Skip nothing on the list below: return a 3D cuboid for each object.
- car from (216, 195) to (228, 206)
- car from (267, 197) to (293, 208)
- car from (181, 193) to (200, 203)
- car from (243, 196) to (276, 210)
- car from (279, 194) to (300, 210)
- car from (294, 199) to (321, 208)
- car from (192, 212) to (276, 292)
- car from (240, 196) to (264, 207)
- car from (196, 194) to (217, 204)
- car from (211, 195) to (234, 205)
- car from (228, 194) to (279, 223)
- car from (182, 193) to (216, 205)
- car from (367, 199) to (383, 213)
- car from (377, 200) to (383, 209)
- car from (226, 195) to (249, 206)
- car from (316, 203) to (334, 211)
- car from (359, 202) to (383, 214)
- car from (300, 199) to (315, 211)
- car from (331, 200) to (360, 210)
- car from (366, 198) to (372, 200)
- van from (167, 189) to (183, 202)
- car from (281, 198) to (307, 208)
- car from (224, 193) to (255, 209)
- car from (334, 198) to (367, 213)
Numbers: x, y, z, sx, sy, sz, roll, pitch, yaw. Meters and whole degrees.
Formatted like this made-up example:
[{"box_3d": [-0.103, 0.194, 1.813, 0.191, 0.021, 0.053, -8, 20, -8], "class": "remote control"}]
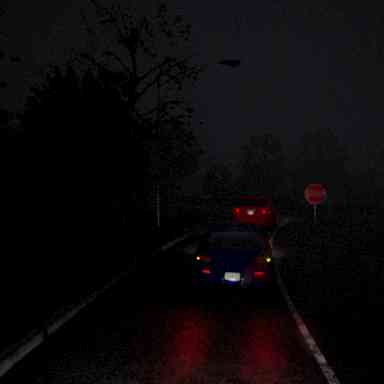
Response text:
[{"box_3d": [3.465, 1.106, 42.622, 2.163, 1.488, 4.792, 4, 0, -16], "class": "car"}, {"box_3d": [15.764, 1.857, 59.706, 2.097, 1.535, 5.008, 3, 0, -16], "class": "car"}, {"box_3d": [-0.302, 0.955, 55.121, 2.002, 1.452, 4.674, 4, 0, -16], "class": "car"}, {"box_3d": [8.816, 1.427, 44.117, 2.097, 1.535, 5.008, 3, 0, -16], "class": "car"}, {"box_3d": [11.503, 1.338, 44.917, 2.435, 2.045, 5.566, 3, 0, -16], "class": "car"}, {"box_3d": [21.247, 2.099, 61.272, 2.231, 1.521, 4.892, 2, 0, -16], "class": "car"}, {"box_3d": [1.132, 1.488, 8.805, 1.812, 1.442, 4.674, 0, 0, 8], "class": "car"}, {"box_3d": [10.481, 1.586, 58.394, 1.946, 1.575, 5.366, 3, 0, -16], "class": "car"}, {"box_3d": [2.370, 1.135, 55.885, 2.002, 1.452, 4.674, 4, 0, -16], "class": "car"}, {"box_3d": [5.158, 1.304, 56.710, 2.163, 1.488, 4.792, 4, 0, -16], "class": "car"}, {"box_3d": [3.953, 1.226, 20.524, 2.150, 2.045, 5.566, 0, 0, 17], "class": "car"}, {"box_3d": [0.810, 0.927, 41.802, 2.163, 1.488, 4.792, 4, 0, -16], "class": "car"}, {"box_3d": [24.890, 2.278, 48.687, 2.163, 1.488, 4.792, 2, 0, -16], "class": "car"}, {"box_3d": [39.881, 2.520, 66.632, 2.185, 1.767, 4.553, 1, 0, -16], "class": "car"}, {"box_3d": [7.797, 1.432, 57.627, 1.946, 1.575, 5.366, 3, 0, -16], "class": "car"}, {"box_3d": [16.849, 1.915, 46.389, 2.163, 1.488, 4.792, 3, 0, -16], "class": "car"}, {"box_3d": [27.552, 2.382, 49.508, 2.163, 1.488, 4.792, 2, 0, -16], "class": "car"}, {"box_3d": [14.176, 1.744, 45.648, 2.231, 1.521, 4.892, 3, 0, -16], "class": "car"}, {"box_3d": [29.210, 2.379, 63.361, 1.946, 1.575, 5.366, 2, 0, -16], "class": "car"}, {"box_3d": [31.839, 2.459, 64.310, 2.097, 1.535, 5.008, 2, 0, -16], "class": "car"}, {"box_3d": [-2.815, 0.522, 54.265, 1.878, 1.987, 4.442, 4, 0, -16], "class": "van"}, {"box_3d": [18.444, 1.980, 60.472, 2.097, 1.535, 5.008, 2, 0, -16], "class": "car"}, {"box_3d": [6.147, 1.130, 43.390, 2.185, 1.767, 4.553, 4, 0, -16], "class": "car"}, {"box_3d": [22.219, 2.011, 47.920, 2.185, 1.767, 4.553, 2, 0, -16], "class": "car"}]
